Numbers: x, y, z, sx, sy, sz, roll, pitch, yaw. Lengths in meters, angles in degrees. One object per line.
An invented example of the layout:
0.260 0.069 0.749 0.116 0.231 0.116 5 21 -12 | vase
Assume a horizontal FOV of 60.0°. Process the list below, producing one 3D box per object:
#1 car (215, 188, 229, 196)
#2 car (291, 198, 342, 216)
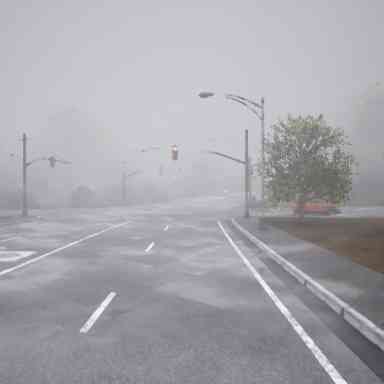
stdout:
8.288 -0.047 90.427 2.150 2.045 5.566 0 3 30 | car
12.195 1.350 32.739 4.553 1.767 2.097 -1 0 3 | car
